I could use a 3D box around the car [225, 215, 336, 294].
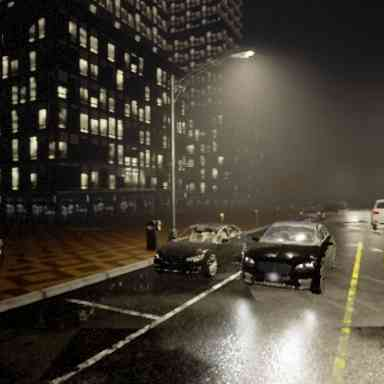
[{"bbox_3d":[2.920,1.623,9.415,2.128,1.511,4.902,0,-1,28],"label":"car"}]

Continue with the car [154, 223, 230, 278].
[{"bbox_3d":[0.488,1.697,10.595,2.008,1.369,4.403,-2,-1,28],"label":"car"}]

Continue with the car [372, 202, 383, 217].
[{"bbox_3d":[22.366,2.031,39.331,1.882,1.535,5.008,0,-1,28],"label":"car"}]

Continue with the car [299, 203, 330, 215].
[{"bbox_3d":[11.065,1.864,30.453,1.967,1.590,4.097,-2,-1,28],"label":"car"}]

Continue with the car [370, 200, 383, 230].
[{"bbox_3d":[13.980,1.552,23.606,2.150,2.045,5.566,0,-1,28],"label":"car"}]

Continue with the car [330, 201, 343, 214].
[{"bbox_3d":[19.002,2.181,45.342,1.887,1.381,4.507,-2,-1,28],"label":"car"}]

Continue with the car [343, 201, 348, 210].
[{"bbox_3d":[24.292,2.363,55.269,1.802,1.307,4.206,-2,-2,28],"label":"car"}]
